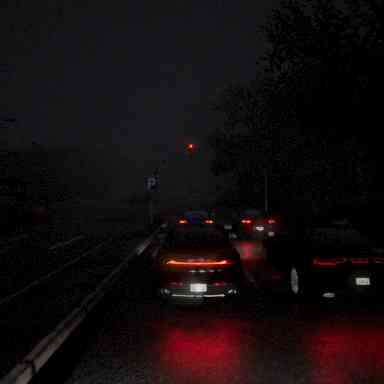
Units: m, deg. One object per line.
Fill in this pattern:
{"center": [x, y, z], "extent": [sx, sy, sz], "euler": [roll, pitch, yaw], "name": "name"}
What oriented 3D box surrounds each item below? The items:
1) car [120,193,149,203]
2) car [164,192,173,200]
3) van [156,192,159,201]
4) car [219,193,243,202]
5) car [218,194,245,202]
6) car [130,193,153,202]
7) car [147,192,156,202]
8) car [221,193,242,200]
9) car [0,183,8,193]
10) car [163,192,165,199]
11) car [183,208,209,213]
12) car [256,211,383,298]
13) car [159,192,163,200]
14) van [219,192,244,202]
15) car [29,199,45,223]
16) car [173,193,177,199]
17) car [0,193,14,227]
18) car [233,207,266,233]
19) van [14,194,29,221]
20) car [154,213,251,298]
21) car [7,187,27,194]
{"center": [-11.180, 1.358, 62.754], "extent": [4.792, 1.488, 2.163], "euler": [-1, 0, -15], "name": "car"}
{"center": [-8.086, 1.357, 86.675], "extent": [4.674, 1.452, 2.002], "euler": [-1, 0, -12], "name": "car"}
{"center": [-9.938, 1.093, 71.732], "extent": [4.442, 1.987, 1.878], "euler": [-1, 0, -14], "name": "van"}
{"center": [7.955, 1.141, 68.236], "extent": [4.553, 1.767, 2.185], "euler": [1, 0, -13], "name": "car"}
{"center": [8.504, 1.264, 71.227], "extent": [5.366, 1.575, 1.946], "euler": [1, 0, -13], "name": "car"}
{"center": [-10.416, 1.196, 68.694], "extent": [4.553, 1.767, 2.185], "euler": [-1, 0, -14], "name": "car"}
{"center": [-10.522, 1.315, 65.743], "extent": [5.366, 1.575, 1.946], "euler": [-1, 0, -14], "name": "car"}
{"center": [9.809, 1.129, 82.927], "extent": [4.553, 1.767, 2.185], "euler": [1, 0, -12], "name": "car"}
{"center": [-30.934, -0.426, 53.767], "extent": [2.435, 2.045, 5.566], "euler": [6, -3, -19], "name": "car"}
{"center": [-9.311, 1.359, 77.696], "extent": [4.674, 1.452, 2.002], "euler": [-1, 0, -13], "name": "car"}
{"center": [0.216, 1.551, 17.660], "extent": [1.812, 1.442, 4.674], "euler": [0, 0, 1], "name": "car"}
{"center": [3.140, 1.488, 8.573], "extent": [1.882, 1.535, 5.008], "euler": [0, 0, 0], "name": "car"}
{"center": [-9.697, 1.321, 74.703], "extent": [4.892, 1.521, 2.231], "euler": [-1, 0, -13], "name": "car"}
{"center": [7.558, 1.042, 65.268], "extent": [4.442, 1.987, 1.878], "euler": [1, 0, -14], "name": "van"}
{"center": [-13.525, 1.403, 24.957], "extent": [4.553, 1.767, 2.185], "euler": [-1, 0, -19], "name": "car"}
{"center": [-7.623, 1.064, 89.679], "extent": [5.566, 2.045, 2.435], "euler": [-1, 0, -12], "name": "car"}
{"center": [-13.643, 1.267, 18.943], "extent": [5.566, 2.045, 2.435], "euler": [-1, 0, -19], "name": "car"}
{"center": [3.235, 1.550, 17.913], "extent": [1.812, 1.442, 4.674], "euler": [0, 0, 1], "name": "car"}
{"center": [-13.513, 1.297, 21.979], "extent": [4.442, 1.987, 1.878], "euler": [-1, 0, -19], "name": "van"}
{"center": [0.139, 1.515, 8.536], "extent": [1.837, 1.490, 4.892], "euler": [0, 0, 0], "name": "car"}
{"center": [-27.940, 0.137, 53.694], "extent": [2.002, 1.452, 4.674], "euler": [6, -3, -19], "name": "car"}
